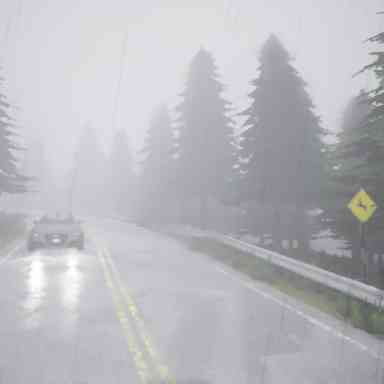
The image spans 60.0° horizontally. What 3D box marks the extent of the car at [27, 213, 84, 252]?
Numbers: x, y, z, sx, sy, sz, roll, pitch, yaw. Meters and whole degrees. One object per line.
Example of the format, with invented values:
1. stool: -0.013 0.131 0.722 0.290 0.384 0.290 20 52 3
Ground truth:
1. car: -5.620 1.586 13.932 1.994 1.385 4.181 2 -1 -21
